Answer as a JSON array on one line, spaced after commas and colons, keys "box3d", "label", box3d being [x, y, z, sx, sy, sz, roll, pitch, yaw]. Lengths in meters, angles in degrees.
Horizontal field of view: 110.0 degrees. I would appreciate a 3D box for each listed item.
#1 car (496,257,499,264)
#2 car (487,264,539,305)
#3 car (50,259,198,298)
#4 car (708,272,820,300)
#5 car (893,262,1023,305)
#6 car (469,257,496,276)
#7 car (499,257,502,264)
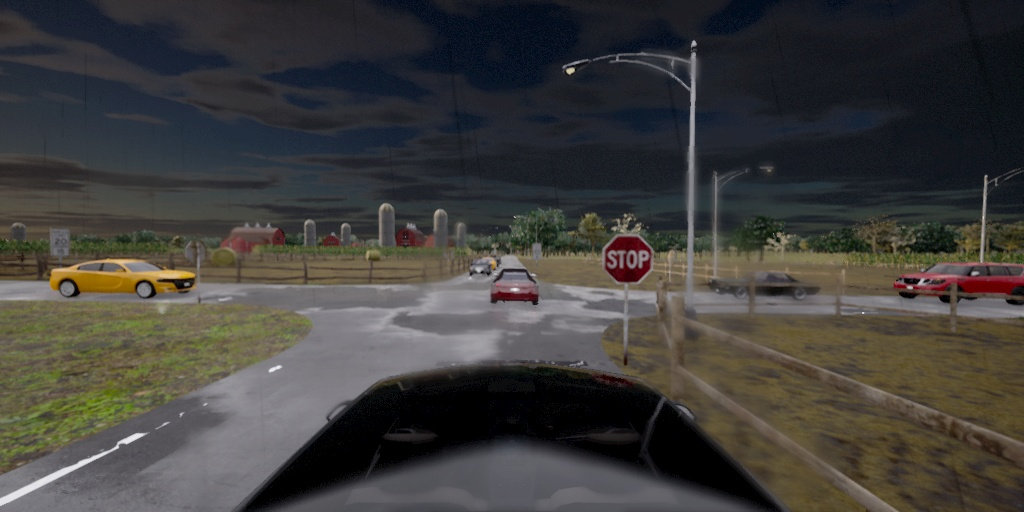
[{"box3d": [-2.866, 0.913, 42.259, 1.882, 1.535, 5.008, 0, 0, 0], "label": "car"}, {"box3d": [0.113, 1.253, 15.960, 1.994, 1.385, 4.181, 1, 1, 0], "label": "car"}, {"box3d": [-16.334, 0.893, 15.258, 5.008, 1.535, 1.882, 1, 1, 0], "label": "car"}, {"box3d": [12.741, 1.486, 18.402, 4.718, 1.301, 1.895, 1, 1, 0], "label": "car"}, {"box3d": [23.196, 1.332, 18.460, 5.566, 2.045, 2.150, 1, 1, 0], "label": "car"}, {"box3d": [-2.828, 1.006, 32.863, 2.128, 1.511, 4.902, 0, 0, -1], "label": "car"}, {"box3d": [-2.862, 0.913, 52.311, 1.994, 1.385, 4.181, 0, 0, 0], "label": "car"}]
